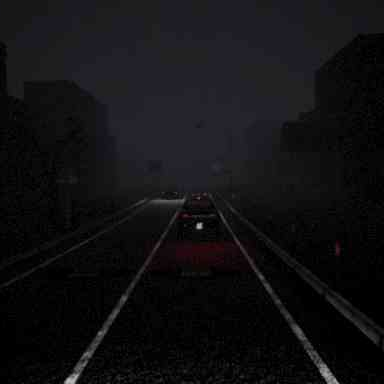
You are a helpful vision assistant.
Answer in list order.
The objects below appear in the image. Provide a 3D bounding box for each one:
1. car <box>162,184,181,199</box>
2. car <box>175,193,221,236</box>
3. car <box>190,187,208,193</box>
[{"bbox_3d":[-2.333,-0.107,38.118,1.882,1.535,5.008,-1,3,1],"label":"car"},{"bbox_3d":[0.338,1.063,15.521,2.128,1.511,4.902,-1,2,1],"label":"car"},{"bbox_3d":[0.701,0.138,35.067,1.895,1.301,4.718,-1,3,1],"label":"car"}]
